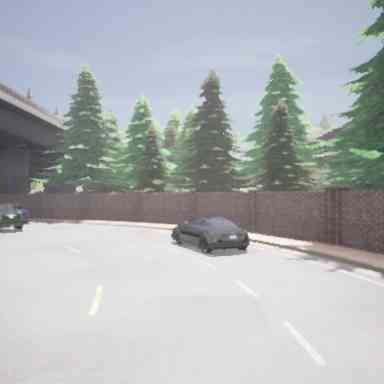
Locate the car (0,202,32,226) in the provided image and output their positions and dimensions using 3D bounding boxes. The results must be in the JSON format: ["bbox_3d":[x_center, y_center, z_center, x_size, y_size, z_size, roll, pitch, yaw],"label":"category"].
[{"bbox_3d":[-15.381,1.697,26.498,4.553,1.767,2.097,0,-1,19],"label":"car"}]

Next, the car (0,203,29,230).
[{"bbox_3d":[-13.451,1.639,22.071,4.553,1.767,2.097,0,-1,24],"label":"car"}]

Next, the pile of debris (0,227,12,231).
[{"bbox_3d":[-13.284,2.464,22.115,1.860,0.140,1.500,0,-1,22],"label":"pile of debris"}]

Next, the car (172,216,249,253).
[{"bbox_3d":[0.685,1.756,14.772,1.994,1.385,4.181,1,-1,-27],"label":"car"}]
